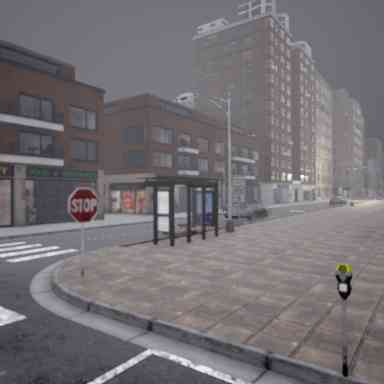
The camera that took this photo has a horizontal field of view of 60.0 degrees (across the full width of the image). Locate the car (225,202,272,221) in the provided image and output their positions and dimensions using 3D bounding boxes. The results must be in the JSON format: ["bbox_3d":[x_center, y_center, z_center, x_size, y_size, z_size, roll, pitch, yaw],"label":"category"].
[{"bbox_3d":[4.558,1.489,26.305,2.033,1.411,5.357,-1,0,35],"label":"car"}]

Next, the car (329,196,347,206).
[{"bbox_3d":[23.155,1.372,52.659,2.128,1.511,4.902,-1,0,35],"label":"car"}]
